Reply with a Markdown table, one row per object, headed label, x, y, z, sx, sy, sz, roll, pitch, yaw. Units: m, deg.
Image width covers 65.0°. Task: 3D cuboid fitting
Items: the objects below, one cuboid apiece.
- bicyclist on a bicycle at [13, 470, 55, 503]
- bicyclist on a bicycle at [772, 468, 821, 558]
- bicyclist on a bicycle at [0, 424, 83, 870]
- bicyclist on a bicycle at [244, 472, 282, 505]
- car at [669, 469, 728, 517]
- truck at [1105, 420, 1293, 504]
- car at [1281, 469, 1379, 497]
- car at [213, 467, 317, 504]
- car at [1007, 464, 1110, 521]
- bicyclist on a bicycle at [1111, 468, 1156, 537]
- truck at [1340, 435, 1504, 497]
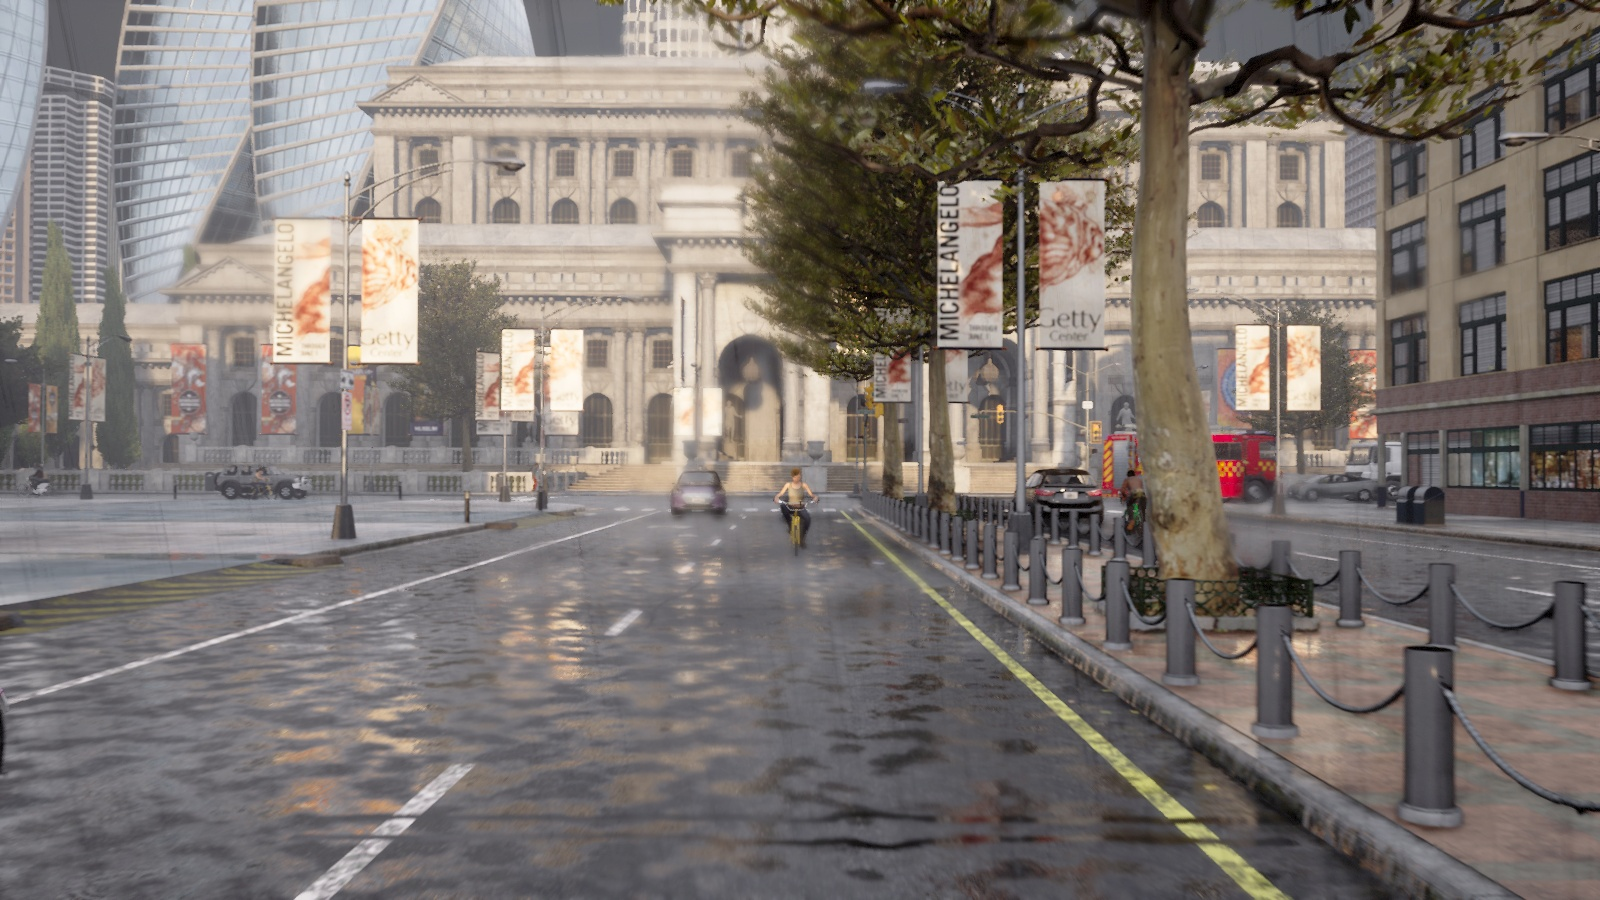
| label | x | y | z | sx | sy | sz | roll | pitch | yaw |
| --- | --- | --- | --- | --- | --- | --- | --- | --- | --- |
| bicyclist on a bicycle | -41.902 | 2.003 | 68.689 | 1.843 | 1.776 | 0.659 | 0 | -1 | -3 |
| bicyclist on a bicycle | -0.062 | 1.140 | 23.225 | 0.866 | 1.612 | 1.509 | 0 | -1 | 0 |
| bicyclist on a bicycle | -3.512 | 0.777 | 4.640 | 0.659 | 1.776 | 1.843 | 0 | -1 | 0 |
| bicyclist on a bicycle | -26.422 | 1.891 | 61.803 | 1.509 | 1.612 | 0.866 | 0 | -1 | 0 |
| car | -3.628 | 1.523 | 45.604 | 2.033 | 1.649 | 4.856 | 0 | -1 | -3 |
| truck | 19.125 | 0.580 | 60.158 | 8.468 | 3.827 | 2.891 | 0 | -1 | -19 |
| car | 28.986 | 1.796 | 68.725 | 4.514 | 1.525 | 2.007 | 0 | -1 | 0 |
| car | -27.775 | 1.836 | 65.309 | 4.605 | 1.855 | 1.932 | 0 | -1 | 0 |
| car | 7.903 | 1.277 | 38.826 | 2.242 | 1.667 | 4.611 | 0 | -1 | 0 |
| bicyclist on a bicycle | 8.030 | 1.243 | 30.308 | 0.582 | 1.620 | 1.656 | 0 | -1 | -2 |
| truck | 35.691 | 0.899 | 72.229 | 7.936 | 3.462 | 2.891 | 0 | -1 | 0 |
